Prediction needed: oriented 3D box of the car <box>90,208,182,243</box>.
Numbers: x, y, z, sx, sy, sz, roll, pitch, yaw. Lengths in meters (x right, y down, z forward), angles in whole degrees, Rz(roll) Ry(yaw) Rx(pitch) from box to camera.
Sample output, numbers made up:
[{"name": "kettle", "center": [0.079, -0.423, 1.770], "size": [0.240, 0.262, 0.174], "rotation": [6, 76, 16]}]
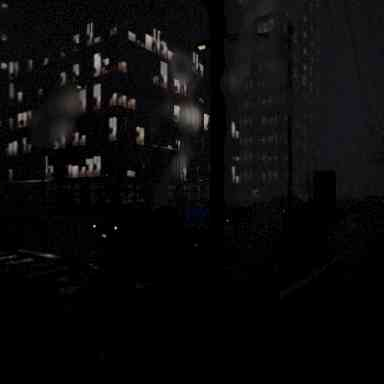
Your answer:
[{"name": "car", "center": [-2.821, 1.694, 17.076], "size": [1.895, 1.301, 4.718], "rotation": [0, 0, 34]}]

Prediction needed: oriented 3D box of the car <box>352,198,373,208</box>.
[{"name": "car", "center": [26.283, 1.656, 51.113], "size": [2.128, 1.511, 4.902], "rotation": [0, 0, 36]}]

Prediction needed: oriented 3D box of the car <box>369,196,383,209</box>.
[{"name": "car", "center": [27.197, 1.461, 47.972], "size": [2.192, 1.841, 5.009], "rotation": [0, 0, 36]}]

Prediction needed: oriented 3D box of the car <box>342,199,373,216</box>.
[{"name": "car", "center": [17.059, 1.693, 34.242], "size": [1.802, 1.307, 4.206], "rotation": [0, 0, 36]}]

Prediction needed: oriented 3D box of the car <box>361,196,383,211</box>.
[{"name": "car", "center": [23.818, 1.449, 43.396], "size": [2.192, 1.841, 5.009], "rotation": [0, 0, 36]}]

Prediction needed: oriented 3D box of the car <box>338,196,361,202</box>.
[{"name": "car", "center": [19.457, 1.619, 41.867], "size": [1.882, 1.535, 5.008], "rotation": [0, 0, 36]}]

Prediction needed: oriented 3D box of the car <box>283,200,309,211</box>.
[{"name": "car", "center": [13.707, 1.737, 43.812], "size": [1.947, 1.339, 4.313], "rotation": [0, 0, 36]}]

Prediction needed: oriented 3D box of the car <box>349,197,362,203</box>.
[{"name": "car", "center": [37.361, 1.819, 75.851], "size": [1.947, 1.339, 4.313], "rotation": [0, 0, 36]}]

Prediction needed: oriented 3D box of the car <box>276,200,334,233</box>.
[{"name": "car", "center": [7.022, 1.516, 20.441], "size": [1.967, 1.590, 4.097], "rotation": [0, 0, 36]}]

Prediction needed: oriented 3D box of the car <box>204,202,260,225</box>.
[{"name": "car", "center": [3.061, 1.677, 25.033], "size": [1.994, 1.385, 4.181], "rotation": [0, 0, 37]}]

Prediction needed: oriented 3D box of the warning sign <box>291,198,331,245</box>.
[{"name": "warning sign", "center": [4.980, 1.166, 13.907], "size": [1.300, 1.860, 1.060], "rotation": [-1, -1, 36]}]

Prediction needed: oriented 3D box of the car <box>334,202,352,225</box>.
[{"name": "car", "center": [10.355, 1.654, 25.051], "size": [1.947, 1.339, 4.313], "rotation": [0, 0, 36]}]

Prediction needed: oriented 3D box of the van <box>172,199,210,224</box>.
[{"name": "van", "center": [0.096, 1.467, 25.579], "size": [1.690, 1.788, 3.998], "rotation": [0, 0, 36]}]

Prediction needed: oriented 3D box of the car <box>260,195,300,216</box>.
[{"name": "car", "center": [9.293, 1.355, 33.469], "size": [2.150, 2.045, 5.566], "rotation": [0, 0, 37]}]
